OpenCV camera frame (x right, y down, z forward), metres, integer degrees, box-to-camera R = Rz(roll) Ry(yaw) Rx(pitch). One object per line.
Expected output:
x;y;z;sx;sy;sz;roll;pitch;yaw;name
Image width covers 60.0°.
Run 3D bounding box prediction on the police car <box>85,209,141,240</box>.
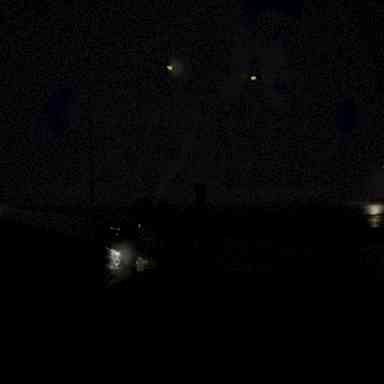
-4.806;1.846;19.994;1.930;1.638;5.238;-2;0;-37;police car
